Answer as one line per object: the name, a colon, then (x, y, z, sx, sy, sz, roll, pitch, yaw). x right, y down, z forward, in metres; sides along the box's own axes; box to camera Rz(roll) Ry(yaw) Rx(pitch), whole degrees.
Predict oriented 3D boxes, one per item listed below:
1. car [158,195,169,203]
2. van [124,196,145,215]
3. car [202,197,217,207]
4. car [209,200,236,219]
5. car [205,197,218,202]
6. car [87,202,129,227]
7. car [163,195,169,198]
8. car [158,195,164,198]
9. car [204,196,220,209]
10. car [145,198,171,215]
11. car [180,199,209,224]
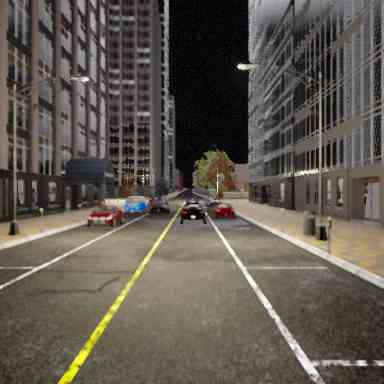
car: (-5.723, 1.399, 67.953, 1.967, 1.590, 4.097, 0, 0, 0)
van: (-5.707, 1.331, 33.796, 1.690, 1.788, 3.998, 0, 0, 0)
car: (2.666, 1.533, 50.875, 2.008, 1.369, 4.403, 0, 0, 0)
car: (2.677, 1.574, 28.105, 1.802, 1.307, 4.206, 0, 0, 0)
car: (2.671, 1.539, 39.490, 2.008, 1.369, 4.403, 0, 0, 0)
car: (-5.702, 1.576, 22.412, 1.802, 1.307, 4.206, 0, 0, 0)
car: (-5.720, 1.551, 62.261, 1.802, 1.307, 4.206, 0, 0, 0)
car: (-5.715, 1.565, 50.873, 1.802, 1.307, 4.206, 0, 0, 0)
car: (2.668, 1.426, 45.182, 1.967, 1.590, 4.097, 0, 0, 0)
car: (-3.113, 1.554, 33.132, 1.994, 1.385, 4.181, 0, 0, 0)
car: (0.083, 1.519, 24.859, 1.812, 1.442, 4.674, 0, 0, 0)
